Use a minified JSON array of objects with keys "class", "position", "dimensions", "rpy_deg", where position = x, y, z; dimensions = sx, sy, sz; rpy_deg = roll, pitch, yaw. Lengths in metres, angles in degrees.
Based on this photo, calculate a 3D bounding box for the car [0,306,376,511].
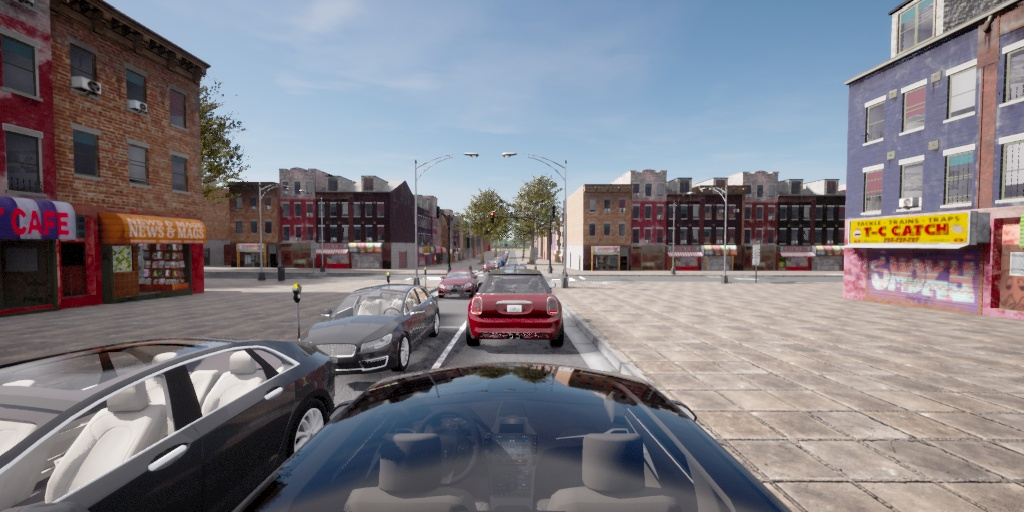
[{"class":"car","position":[-2.640,1.300,2.009],"dimensions":[2.007,1.370,4.403],"rpy_deg":[0,0,0]}]

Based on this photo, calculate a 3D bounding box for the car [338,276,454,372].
[{"class":"car","position":[-2.631,1.298,7.457],"dimensions":[2.007,1.370,4.403],"rpy_deg":[0,0,0]}]

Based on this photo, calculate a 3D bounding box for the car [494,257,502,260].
[{"class":"car","position":[-2.568,1.233,45.127],"dimensions":[1.967,1.591,4.097],"rpy_deg":[0,0,0]}]

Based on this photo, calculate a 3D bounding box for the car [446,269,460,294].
[{"class":"car","position":[-2.613,1.332,18.351],"dimensions":[1.802,1.307,4.207],"rpy_deg":[0,0,0]}]

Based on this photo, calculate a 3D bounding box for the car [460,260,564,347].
[{"class":"car","position":[0.110,1.099,9.501],"dimensions":[2.097,1.767,4.553],"rpy_deg":[0,0,2]}]
